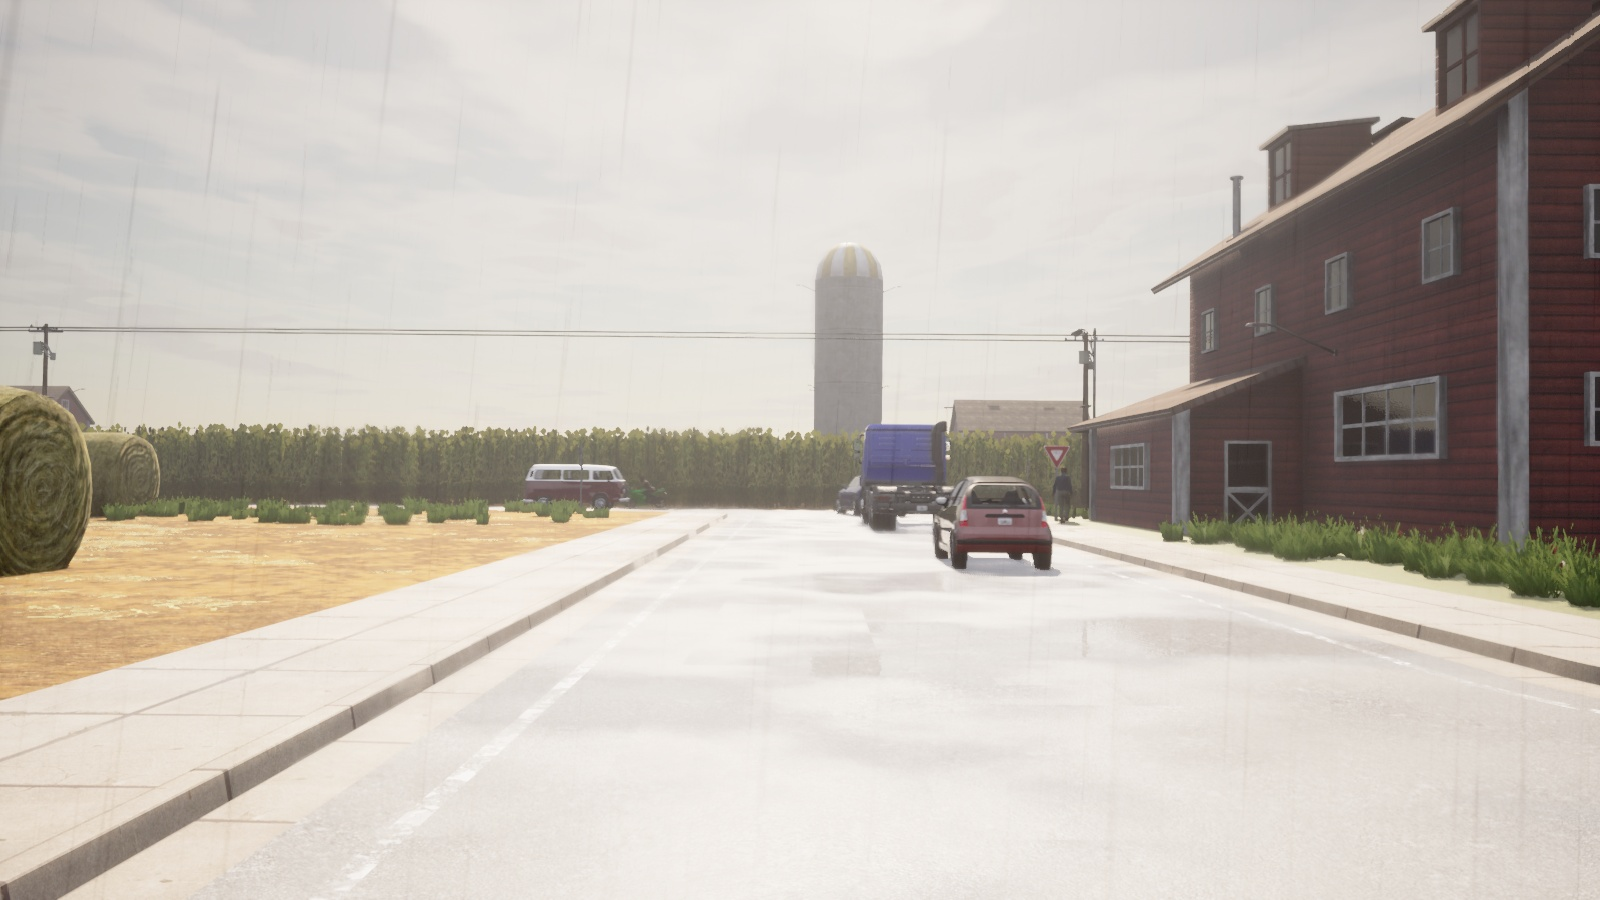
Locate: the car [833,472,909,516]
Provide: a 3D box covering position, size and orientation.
[{"bbox_3d":[2.895,1.800,52.216,2.097,1.767,4.553,0,-1,-11],"label":"car"}]

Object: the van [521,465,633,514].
[{"bbox_3d":[-9.693,1.718,54.848,4.480,2.038,2.069,0,-1,1],"label":"van"}]

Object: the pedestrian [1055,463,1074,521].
[{"bbox_3d":[8.445,1.347,40.077,0.370,1.835,0.726,-1,-1,29],"label":"pedestrian"}]

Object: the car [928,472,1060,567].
[{"bbox_3d":[3.508,1.224,23.424,1.851,1.617,3.988,0,-1,0],"label":"car"}]

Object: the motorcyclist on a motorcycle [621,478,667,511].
[{"bbox_3d":[-7.247,2.050,58.307,2.044,1.523,0.797,0,-1,1],"label":"motorcyclist on a motorcycle"}]

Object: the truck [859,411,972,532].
[{"bbox_3d":[3.507,0.693,40.039,2.891,3.462,7.936,0,-1,0],"label":"truck"}]
